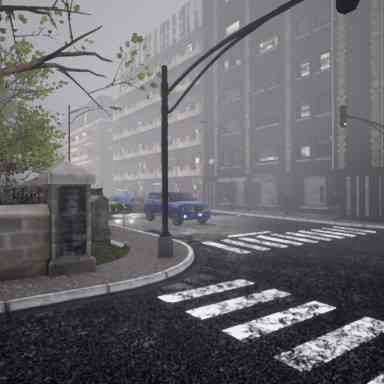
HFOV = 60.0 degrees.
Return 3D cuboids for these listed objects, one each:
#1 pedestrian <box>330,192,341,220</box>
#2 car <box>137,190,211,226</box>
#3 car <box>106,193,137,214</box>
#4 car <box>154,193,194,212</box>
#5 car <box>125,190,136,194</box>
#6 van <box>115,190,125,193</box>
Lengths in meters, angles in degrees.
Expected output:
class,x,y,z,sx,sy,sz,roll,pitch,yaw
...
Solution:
class,x,y,z,sx,sy,sz,roll,pitch,yaw
pedestrian,9.454,0.902,21.945,0.375,1.860,0.375,1,-1,-36
car,-1.143,0.926,21.630,2.150,2.045,5.566,0,1,-36
car,-6.803,1.098,29.359,1.994,1.385,4.181,0,1,-36
car,-1.821,0.950,32.377,1.967,1.590,4.097,1,1,-36
car,-5.083,0.727,36.831,2.192,1.841,5.009,1,1,-36
van,-8.348,0.655,41.285,1.690,1.788,3.998,1,1,-36
